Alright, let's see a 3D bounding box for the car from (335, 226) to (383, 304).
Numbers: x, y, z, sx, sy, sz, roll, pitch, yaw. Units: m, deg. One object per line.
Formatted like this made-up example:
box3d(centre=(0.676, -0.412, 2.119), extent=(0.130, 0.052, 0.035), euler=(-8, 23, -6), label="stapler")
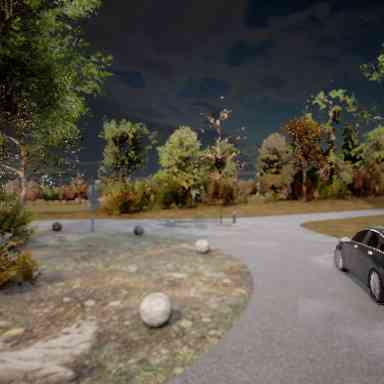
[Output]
box3d(centre=(4.947, 1.577, 8.116), extent=(1.837, 1.490, 4.892), euler=(0, 0, 10), label="car")
